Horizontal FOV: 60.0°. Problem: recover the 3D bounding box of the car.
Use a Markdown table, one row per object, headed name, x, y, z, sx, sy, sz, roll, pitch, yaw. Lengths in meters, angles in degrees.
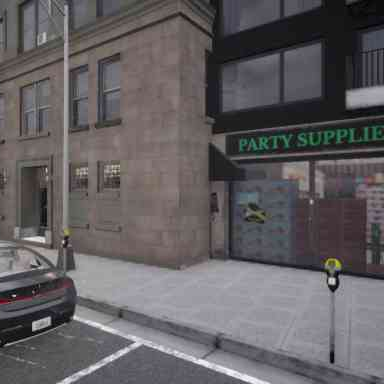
| name | x | y | z | sx | sy | sz | roll | pitch | yaw |
| --- | --- | --- | --- | --- | --- | --- | --- | --- | --- |
| car | -3.820 | 1.551 | 5.768 | 4.403 | 1.369 | 2.008 | 0 | 0 | 35 |
